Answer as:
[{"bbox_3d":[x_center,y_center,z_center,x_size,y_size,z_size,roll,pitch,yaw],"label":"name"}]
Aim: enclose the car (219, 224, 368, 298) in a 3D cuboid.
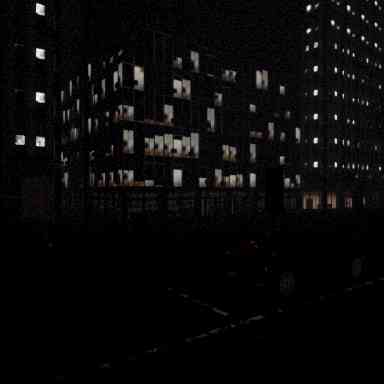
[{"bbox_3d":[2.698,1.545,8.483,4.507,1.381,1.887,0,0,-35],"label":"car"}]
